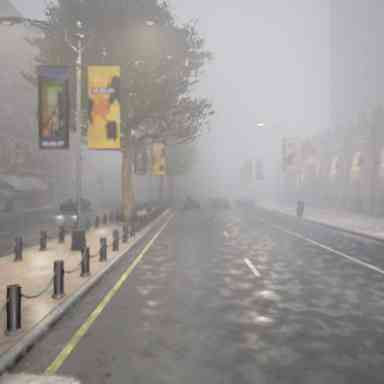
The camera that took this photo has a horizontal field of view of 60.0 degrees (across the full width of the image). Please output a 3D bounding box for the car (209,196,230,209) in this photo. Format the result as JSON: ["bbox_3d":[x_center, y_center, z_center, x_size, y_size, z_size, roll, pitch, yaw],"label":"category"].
[{"bbox_3d":[3.488,1.326,40.625,1.994,1.385,4.181,0,0,0],"label":"car"}]

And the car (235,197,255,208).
[{"bbox_3d":[6.737,1.344,42.933,1.895,1.301,4.718,0,0,0],"label":"car"}]

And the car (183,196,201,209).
[{"bbox_3d":[-0.012,1.269,40.271,1.837,1.490,4.892,0,0,0],"label":"car"}]

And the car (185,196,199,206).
[{"bbox_3d":[-0.013,1.268,50.631,1.994,1.385,4.181,0,0,0],"label":"car"}]

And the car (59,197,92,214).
[{"bbox_3d":[-11.593,1.281,33.378,1.882,1.535,5.008,0,0,0],"label":"car"}]
